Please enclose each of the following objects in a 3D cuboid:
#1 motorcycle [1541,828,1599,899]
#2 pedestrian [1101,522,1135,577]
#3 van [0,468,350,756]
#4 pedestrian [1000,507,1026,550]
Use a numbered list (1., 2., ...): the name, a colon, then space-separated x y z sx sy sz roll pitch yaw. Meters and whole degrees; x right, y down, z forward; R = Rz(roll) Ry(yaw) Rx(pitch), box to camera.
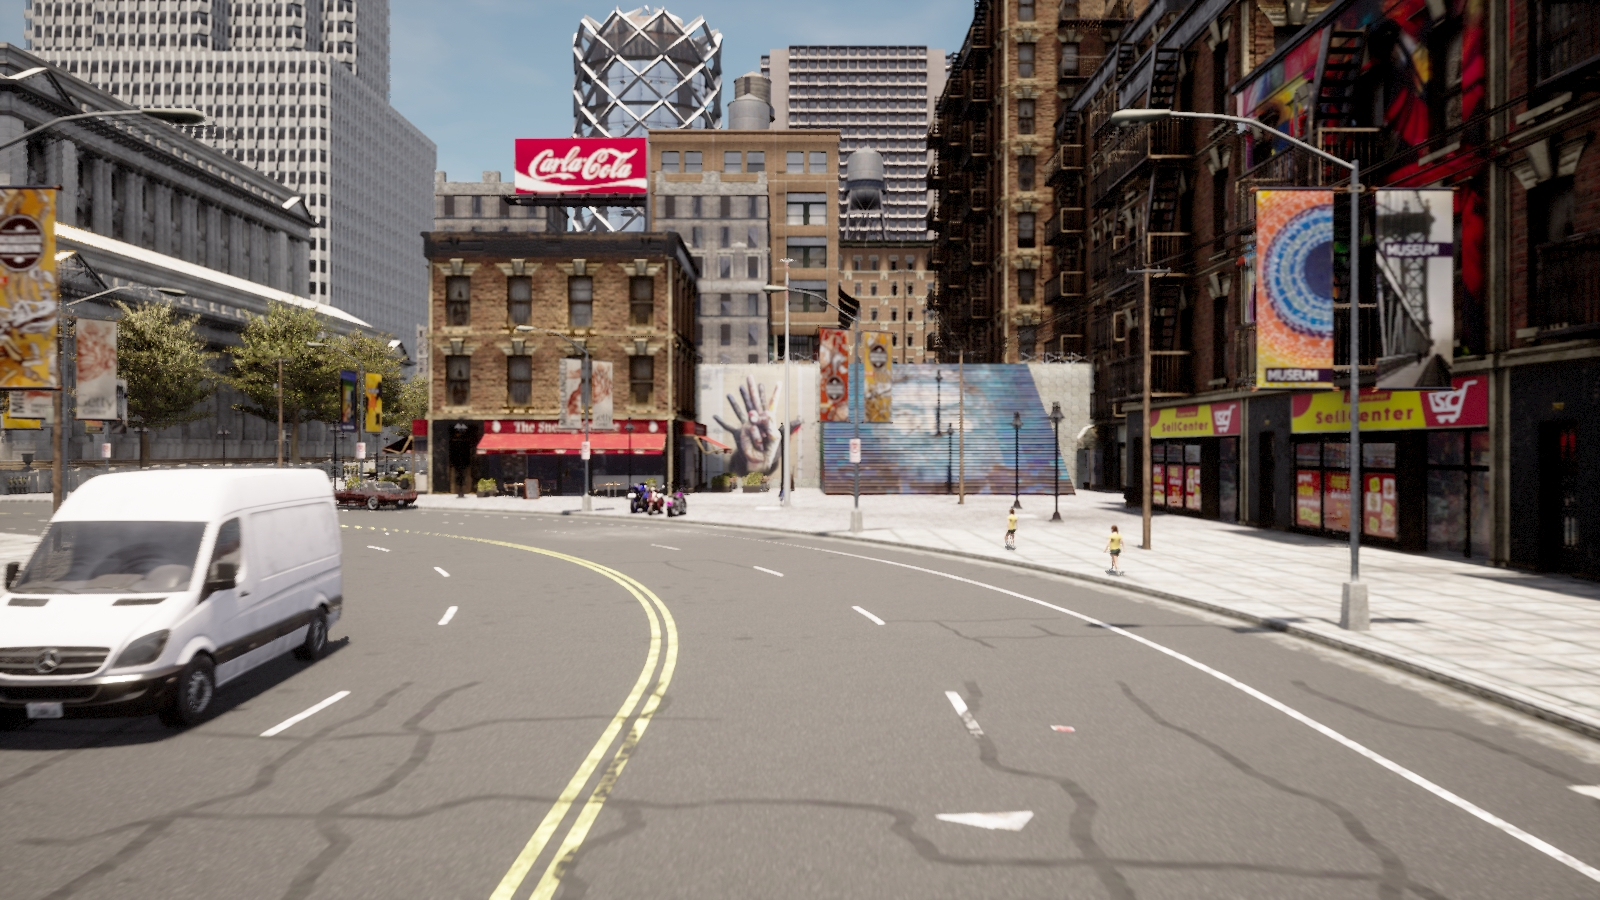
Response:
1. motorcycle: 3.500 2.182 3.831 0.856 1.236 1.805 0 0 0
2. pedestrian: 6.687 2.076 24.011 0.500 1.100 0.500 0 0 -18
3. van: -7.243 1.534 13.475 1.988 2.561 5.915 0 0 -5
4. pedestrian: 5.644 2.076 30.325 0.500 1.100 0.500 0 0 -21
